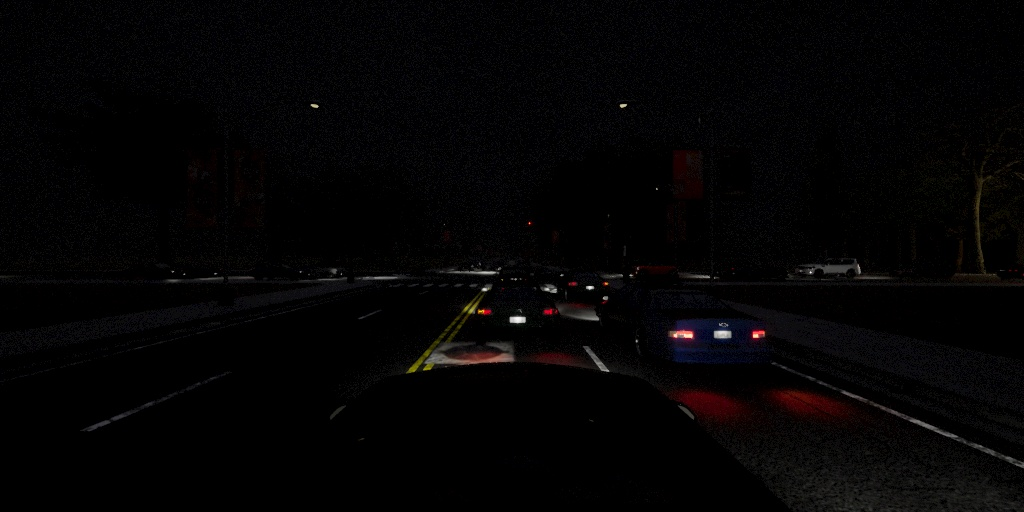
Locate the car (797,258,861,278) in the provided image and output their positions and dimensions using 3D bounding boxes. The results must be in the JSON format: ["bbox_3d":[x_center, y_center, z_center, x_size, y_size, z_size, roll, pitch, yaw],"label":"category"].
[{"bbox_3d":[32.674,1.229,37.135,5.566,2.045,2.150,0,0,0],"label":"car"}]

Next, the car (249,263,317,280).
[{"bbox_3d":[-19.390,1.279,30.067,4.674,1.442,1.812,0,0,-2],"label":"car"}]

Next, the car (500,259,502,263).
[{"bbox_3d":[-3.295,1.516,62.019,2.033,1.411,5.357,0,0,1],"label":"car"}]

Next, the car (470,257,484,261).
[{"bbox_3d":[-6.553,1.190,61.923,2.150,2.045,5.566,0,-1,0],"label":"car"}]

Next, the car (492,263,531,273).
[{"bbox_3d":[0.098,1.283,18.486,1.837,1.490,4.892,0,0,0],"label":"car"}]

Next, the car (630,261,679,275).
[{"bbox_3d":[14.598,1.264,36.984,4.553,1.767,2.097,0,0,-1],"label":"car"}]

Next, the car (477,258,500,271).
[{"bbox_3d":[-3.320,1.399,51.568,2.128,1.511,4.902,0,0,0],"label":"car"}]

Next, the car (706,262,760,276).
[{"bbox_3d":[24.802,1.474,40.325,4.892,1.490,1.837,0,0,-1],"label":"car"}]

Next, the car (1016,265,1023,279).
[{"bbox_3d":[46.814,1.696,30.547,4.718,1.301,1.895,1,0,0],"label":"car"}]

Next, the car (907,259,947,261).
[{"bbox_3d":[45.924,1.326,40.434,5.566,2.045,2.150,0,0,0],"label":"car"}]

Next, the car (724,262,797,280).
[{"bbox_3d":[23.232,1.441,33.613,4.902,1.511,2.128,0,0,0],"label":"car"}]

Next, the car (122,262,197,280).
[{"bbox_3d":[-29.714,1.242,29.961,4.674,1.442,1.812,0,0,-1],"label":"car"}]

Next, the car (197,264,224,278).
[{"bbox_3d":[-29.695,1.323,33.212,4.718,1.301,1.895,0,0,-1],"label":"car"}]

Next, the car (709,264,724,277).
[{"bbox_3d":[23.232,1.520,37.078,4.181,1.385,1.994,0,0,-2],"label":"car"}]

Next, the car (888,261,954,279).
[{"bbox_3d":[42.657,1.566,37.185,4.902,1.511,2.128,0,0,0],"label":"car"}]

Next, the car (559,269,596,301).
[{"bbox_3d":[3.356,1.339,17.475,1.994,1.385,4.181,0,0,0],"label":"car"}]

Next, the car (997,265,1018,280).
[{"bbox_3d":[49.027,1.611,33.815,4.902,1.511,2.128,1,0,0],"label":"car"}]

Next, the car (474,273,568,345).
[{"bbox_3d":[0.106,1.320,9.580,1.994,1.385,4.181,0,0,0],"label":"car"}]

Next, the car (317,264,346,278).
[{"bbox_3d":[-18.078,1.364,33.321,4.718,1.301,1.895,0,0,-1],"label":"car"}]

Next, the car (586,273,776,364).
[{"bbox_3d":[3.353,1.302,8.231,2.033,1.411,5.357,0,0,0],"label":"car"}]

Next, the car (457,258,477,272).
[{"bbox_3d":[-6.571,1.410,51.048,1.837,1.490,4.892,0,-1,0],"label":"car"}]
